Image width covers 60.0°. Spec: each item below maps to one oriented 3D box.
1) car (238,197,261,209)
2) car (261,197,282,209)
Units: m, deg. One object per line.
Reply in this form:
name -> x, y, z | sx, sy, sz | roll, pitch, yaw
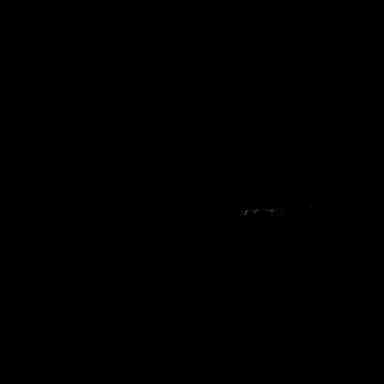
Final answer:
car -> 7.538, 1.460, 47.538 | 2.097, 1.767, 4.553 | -1, 0, -15
car -> 11.074, 1.573, 47.856 | 1.837, 1.490, 4.892 | 0, 0, -15
